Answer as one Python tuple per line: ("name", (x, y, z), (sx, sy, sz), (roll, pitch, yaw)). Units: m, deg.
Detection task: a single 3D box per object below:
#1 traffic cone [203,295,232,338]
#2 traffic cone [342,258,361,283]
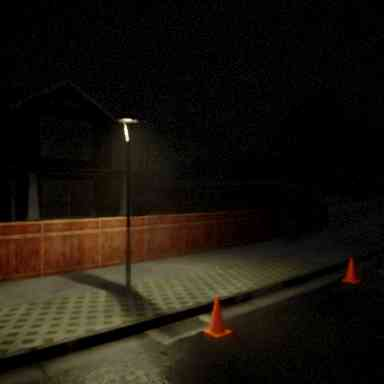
("traffic cone", (0.420, 1.981, 5.405), (0.340, 0.580, 0.340), (0, 0, -39))
("traffic cone", (4.105, 1.991, 8.551), (0.340, 0.580, 0.340), (0, 0, -42))
